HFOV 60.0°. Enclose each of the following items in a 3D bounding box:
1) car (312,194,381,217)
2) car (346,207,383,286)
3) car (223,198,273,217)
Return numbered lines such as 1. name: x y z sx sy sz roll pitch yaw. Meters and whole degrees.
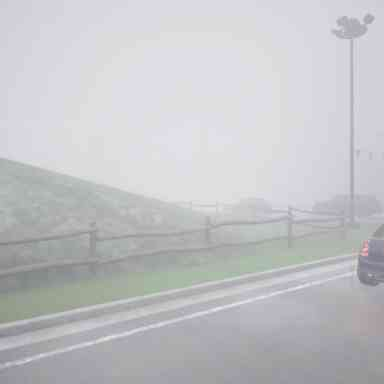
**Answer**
1. car: 13.556 1.203 29.307 5.566 2.045 2.150 0 0 39
2. car: 6.097 1.346 8.143 4.553 1.767 2.097 0 0 -35
3. car: 5.152 1.338 31.242 4.553 1.767 2.097 0 0 36
